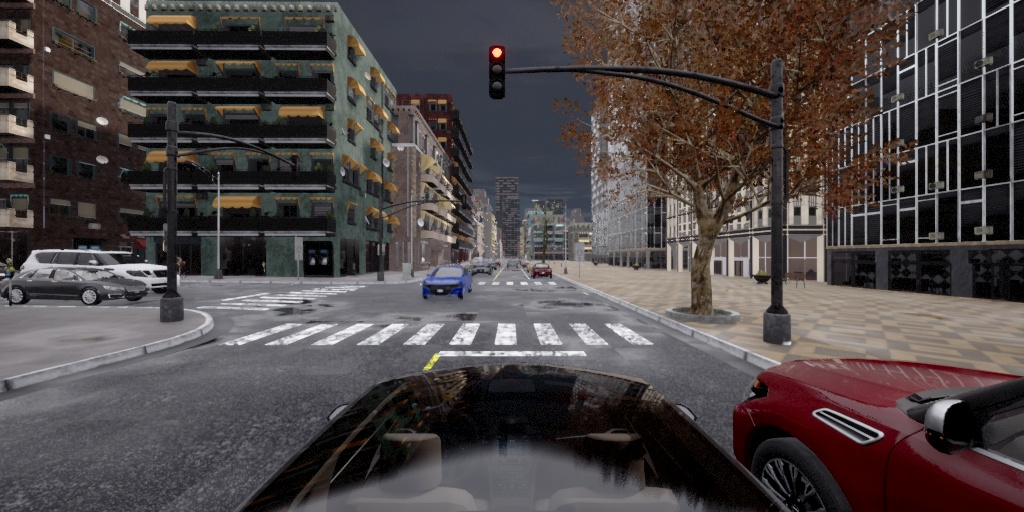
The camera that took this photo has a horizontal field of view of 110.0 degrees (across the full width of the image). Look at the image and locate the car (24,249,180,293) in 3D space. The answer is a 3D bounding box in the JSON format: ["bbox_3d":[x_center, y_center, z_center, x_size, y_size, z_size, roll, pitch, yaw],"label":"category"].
[{"bbox_3d":[-18.432,0.738,16.164,5.566,2.045,2.150,1,0,-1],"label":"car"}]

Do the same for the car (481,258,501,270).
[{"bbox_3d":[-3.103,1.329,52.022,2.033,1.411,5.357,0,0,0],"label":"car"}]

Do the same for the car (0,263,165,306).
[{"bbox_3d":[-16.439,1.091,13.596,4.403,1.370,2.007,0,0,-1],"label":"car"}]

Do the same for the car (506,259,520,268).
[{"bbox_3d":[0.078,1.287,61.960,2.128,1.511,4.902,0,0,0],"label":"car"}]

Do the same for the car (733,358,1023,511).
[{"bbox_3d":[2.691,1.065,0.631,2.192,1.841,5.009,0,0,0],"label":"car"}]

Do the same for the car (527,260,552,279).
[{"bbox_3d":[2.680,1.307,33.018,1.888,1.381,4.507,0,0,0],"label":"car"}]

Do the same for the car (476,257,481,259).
[{"bbox_3d":[-5.708,1.226,55.146,1.967,1.591,4.097,0,0,0],"label":"car"}]

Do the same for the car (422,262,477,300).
[{"bbox_3d":[-3.107,1.231,17.981,1.882,1.535,5.008,0,0,0],"label":"car"}]

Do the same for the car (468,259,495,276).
[{"bbox_3d":[-3.110,1.330,37.363,1.994,1.385,4.181,0,0,0],"label":"car"}]

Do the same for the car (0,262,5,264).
[{"bbox_3d":[-33.196,0.869,21.801,4.403,1.370,2.007,0,0,-1],"label":"car"}]

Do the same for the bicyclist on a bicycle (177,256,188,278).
[{"bbox_3d":[-23.177,0.761,24.854,0.582,1.620,1.656,1,0,-1],"label":"bicyclist on a bicycle"}]

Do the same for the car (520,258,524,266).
[{"bbox_3d":[2.670,1.375,60.681,1.802,1.307,4.207,0,0,0],"label":"car"}]

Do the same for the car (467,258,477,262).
[{"bbox_3d":[-5.704,1.323,44.081,2.007,1.370,4.403,0,0,0],"label":"car"}]

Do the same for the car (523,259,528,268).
[{"bbox_3d":[2.676,1.298,44.253,1.751,1.417,4.829,0,0,0],"label":"car"}]
